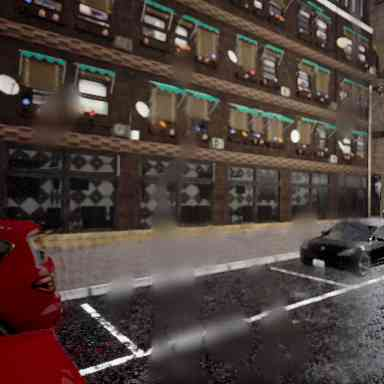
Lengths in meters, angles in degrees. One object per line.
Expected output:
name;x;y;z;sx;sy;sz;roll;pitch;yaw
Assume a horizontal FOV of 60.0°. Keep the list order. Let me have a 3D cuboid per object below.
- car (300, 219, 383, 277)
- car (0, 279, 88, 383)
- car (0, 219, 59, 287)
car;5.212;1.549;10.257;4.313;1.339;1.947;0;1;-35
car;-2.813;1.603;1.373;4.718;1.301;1.895;0;0;-36
car;-4.064;1.317;3.636;5.009;1.841;2.192;0;1;-35
